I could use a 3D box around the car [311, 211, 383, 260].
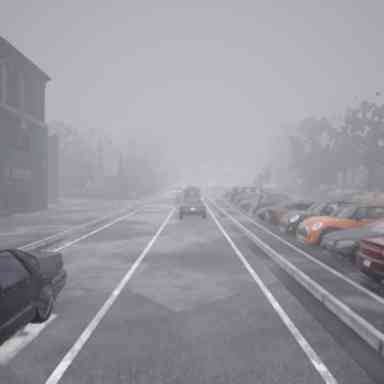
[{"bbox_3d":[6.470,1.464,10.339,4.674,1.452,2.002,0,1,0],"label":"car"}]

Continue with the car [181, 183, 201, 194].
[{"bbox_3d":[0.008,0.274,42.848,2.150,2.045,5.566,0,2,0],"label":"car"}]

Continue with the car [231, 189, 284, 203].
[{"bbox_3d":[6.613,0.798,32.621,4.892,1.521,2.231,0,2,0],"label":"car"}]

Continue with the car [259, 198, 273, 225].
[{"bbox_3d":[6.553,1.285,18.693,4.792,1.488,2.163,0,1,0],"label":"car"}]

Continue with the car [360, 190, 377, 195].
[{"bbox_3d":[19.885,0.788,32.587,5.366,1.575,1.946,0,3,0],"label":"car"}]

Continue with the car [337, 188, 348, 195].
[{"bbox_3d":[19.766,0.564,38.172,4.792,1.488,2.163,0,3,0],"label":"car"}]

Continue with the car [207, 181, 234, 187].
[{"bbox_3d":[6.652,-1.099,79.109,5.008,1.535,2.097,0,3,0],"label":"car"}]

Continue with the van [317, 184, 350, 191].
[{"bbox_3d":[19.668,-0.129,46.518,4.442,1.987,1.878,-1,3,0],"label":"van"}]

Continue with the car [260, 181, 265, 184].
[{"bbox_3d":[19.740,-1.231,81.792,4.674,1.452,2.002,0,3,0],"label":"car"}]

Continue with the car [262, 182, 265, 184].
[{"bbox_3d":[19.697,-1.072,79.026,4.792,1.488,2.163,0,3,0],"label":"car"}]

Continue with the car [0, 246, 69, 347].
[{"bbox_3d":[-3.356,1.506,4.306,2.033,1.411,5.357,0,1,0],"label":"car"}]

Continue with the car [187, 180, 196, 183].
[{"bbox_3d":[-0.184,-1.602,86.975,2.128,1.511,4.902,0,3,0],"label":"car"}]

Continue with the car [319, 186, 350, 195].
[{"bbox_3d":[19.779,0.278,43.862,4.674,1.452,2.002,0,3,0],"label":"car"}]

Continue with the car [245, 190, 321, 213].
[{"bbox_3d":[6.531,0.974,24.262,4.553,1.767,2.185,0,2,0],"label":"car"}]

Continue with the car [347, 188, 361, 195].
[{"bbox_3d":[19.904,0.664,35.380,5.366,1.575,1.946,0,3,0],"label":"car"}]

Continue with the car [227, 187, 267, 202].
[{"bbox_3d":[6.708,0.275,40.967,4.553,1.767,2.185,0,3,0],"label":"car"}]

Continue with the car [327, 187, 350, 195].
[{"bbox_3d":[19.760,0.427,41.081,4.674,1.452,2.002,0,3,0],"label":"car"}]

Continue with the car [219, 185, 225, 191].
[{"bbox_3d":[6.685,0.132,46.538,4.792,1.488,2.163,0,3,0],"label":"car"}]

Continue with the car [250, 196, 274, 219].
[{"bbox_3d":[6.514,1.211,21.480,4.792,1.488,2.163,0,2,0],"label":"car"}]

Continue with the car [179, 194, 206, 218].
[{"bbox_3d":[0.053,1.110,25.172,1.994,1.385,4.181,0,2,0],"label":"car"}]

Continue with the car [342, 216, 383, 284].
[{"bbox_3d":[6.442,1.464,7.550,5.008,1.535,2.097,0,1,0],"label":"car"}]

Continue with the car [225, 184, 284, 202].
[{"bbox_3d":[6.667,0.423,35.396,5.566,2.045,2.435,0,3,0],"label":"car"}]

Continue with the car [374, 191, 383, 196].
[{"bbox_3d":[19.652,0.928,29.936,4.792,1.488,2.163,0,2,0],"label":"car"}]

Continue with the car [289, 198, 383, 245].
[{"bbox_3d":[6.517,1.251,13.123,4.553,1.767,2.185,0,1,0],"label":"car"}]

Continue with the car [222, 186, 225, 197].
[{"bbox_3d":[6.725,0.281,43.757,4.792,1.488,2.163,0,3,0],"label":"car"}]

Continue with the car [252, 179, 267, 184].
[{"bbox_3d":[19.821,-2.028,90.068,5.566,2.045,2.435,0,3,0],"label":"car"}]

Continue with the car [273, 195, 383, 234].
[{"bbox_3d":[6.536,1.195,15.903,4.553,1.767,2.185,0,1,0],"label":"car"}]

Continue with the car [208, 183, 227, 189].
[{"bbox_3d":[6.703,-1.605,87.423,4.892,1.521,2.231,0,3,0],"label":"car"}]

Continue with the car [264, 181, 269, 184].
[{"bbox_3d":[19.741,-1.066,76.376,4.553,1.767,2.185,0,3,0],"label":"car"}]

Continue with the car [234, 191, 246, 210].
[{"bbox_3d":[6.571,0.939,29.845,4.792,1.488,2.163,0,2,0],"label":"car"}]

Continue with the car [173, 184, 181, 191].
[{"bbox_3d":[-3.424,-1.067,78.068,1.994,1.385,4.181,0,3,0],"label":"car"}]

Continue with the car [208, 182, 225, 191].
[{"bbox_3d":[6.601,-0.900,76.340,4.792,1.488,2.163,0,3,0],"label":"car"}]

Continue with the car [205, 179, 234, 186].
[{"bbox_3d":[6.691,-1.519,81.865,5.566,2.045,2.435,0,3,0],"label":"car"}]

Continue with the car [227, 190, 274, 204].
[{"bbox_3d":[6.652,0.541,38.198,5.008,1.535,2.097,0,3,0],"label":"car"}]
